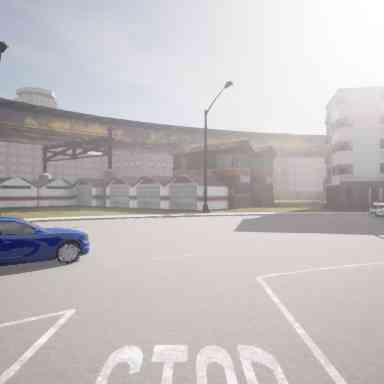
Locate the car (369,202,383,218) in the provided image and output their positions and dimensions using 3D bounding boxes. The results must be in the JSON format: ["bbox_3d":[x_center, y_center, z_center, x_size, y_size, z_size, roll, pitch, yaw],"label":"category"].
[{"bbox_3d":[17.825,1.223,27.530,5.566,2.045,2.150,0,0,3],"label":"car"}]

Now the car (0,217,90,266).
[{"bbox_3d":[-5.620,1.477,9.964,5.008,1.535,1.882,0,0,-39],"label":"car"}]
